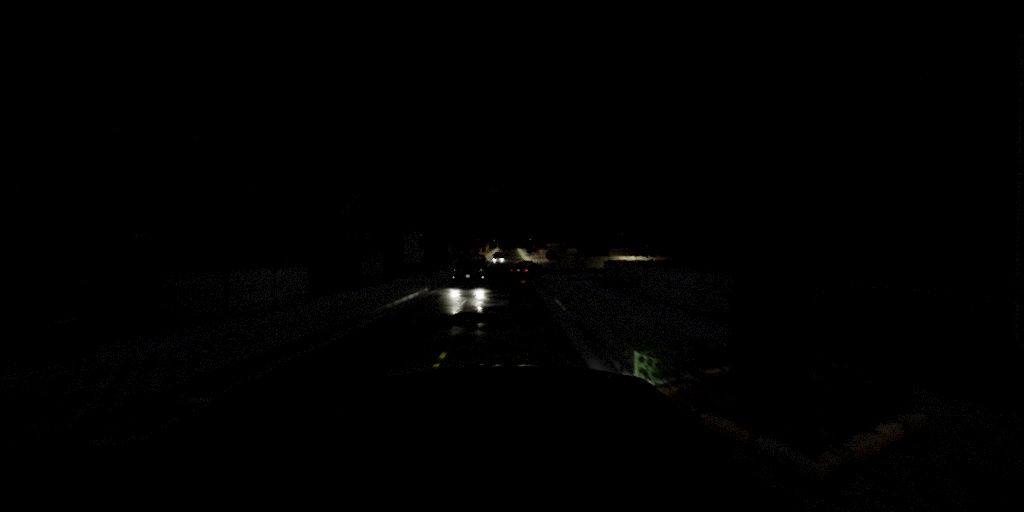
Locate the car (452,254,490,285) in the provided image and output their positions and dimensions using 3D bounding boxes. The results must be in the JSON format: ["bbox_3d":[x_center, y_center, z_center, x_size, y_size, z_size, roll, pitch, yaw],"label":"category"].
[{"bbox_3d":[-2.747,0.874,25.035,2.150,2.045,5.566,0,0,0],"label":"car"}]

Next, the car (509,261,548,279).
[{"bbox_3d":[1.497,1.127,30.945,2.033,1.411,5.357,0,1,23],"label":"car"}]
